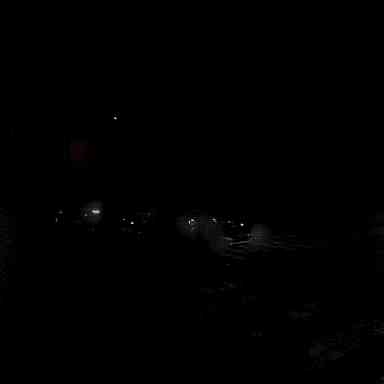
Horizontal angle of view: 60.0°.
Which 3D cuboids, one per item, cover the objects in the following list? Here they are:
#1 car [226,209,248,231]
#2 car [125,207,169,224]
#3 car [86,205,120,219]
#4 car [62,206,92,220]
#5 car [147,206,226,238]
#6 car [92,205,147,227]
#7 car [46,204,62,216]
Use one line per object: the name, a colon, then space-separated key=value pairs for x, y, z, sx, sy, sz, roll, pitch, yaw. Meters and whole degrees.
car: x=1.628 y=1.801 z=22.280 sx=1.837 sy=1.490 sz=4.892 roll=0 pitch=-1 yaw=-36
car: x=-4.201 y=2.082 z=30.271 sx=1.895 sy=1.301 sz=4.718 roll=0 pitch=-1 yaw=-36
car: x=-10.422 y=2.230 z=38.810 sx=2.033 sy=1.411 sz=5.357 roll=0 pitch=-1 yaw=-36
car: x=-11.888 y=2.214 z=35.311 sx=1.994 sy=1.385 sz=4.181 roll=0 pitch=-1 yaw=-36
car: x=-0.474 y=1.636 z=19.644 sx=2.097 sy=1.767 sz=4.553 roll=0 pitch=-1 yaw=-36
car: x=-6.052 y=2.009 z=27.299 sx=2.033 sy=1.411 sz=5.357 roll=0 pitch=-1 yaw=-35
car: x=-17.716 y=2.331 z=43.350 sx=2.128 sy=1.511 sz=4.902 roll=0 pitch=-1 yaw=-36
